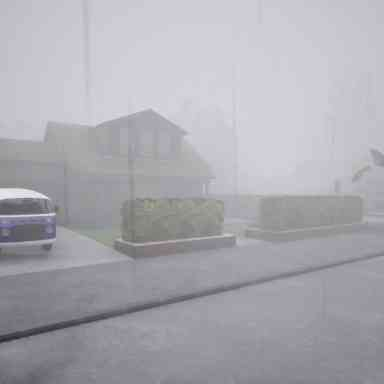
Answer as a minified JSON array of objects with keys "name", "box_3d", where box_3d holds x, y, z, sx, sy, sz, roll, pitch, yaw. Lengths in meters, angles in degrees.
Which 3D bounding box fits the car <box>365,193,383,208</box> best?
[{"name":"car","box_3d":[23.154,0.985,40.320,3.866,1.878,1.905,0,0,0]}]
